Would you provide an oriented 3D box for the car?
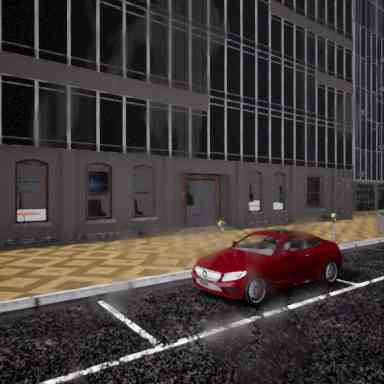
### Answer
[{"bbox_3d":[1.941,1.581,7.964,4.206,1.307,1.802,0,0,-36],"label":"car"}]
